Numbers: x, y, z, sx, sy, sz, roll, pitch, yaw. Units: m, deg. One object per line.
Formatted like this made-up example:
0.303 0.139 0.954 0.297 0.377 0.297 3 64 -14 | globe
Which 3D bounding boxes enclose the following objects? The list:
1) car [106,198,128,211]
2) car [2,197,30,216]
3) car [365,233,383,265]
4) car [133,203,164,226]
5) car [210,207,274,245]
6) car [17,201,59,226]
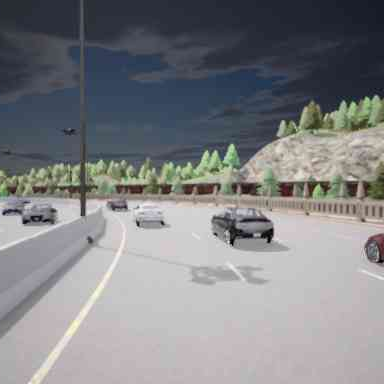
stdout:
-9.036 1.432 39.941 2.128 1.511 4.902 -1 0 -25 | car
-17.752 1.579 33.420 2.033 1.411 5.357 -1 0 -23 | car
6.489 1.470 8.580 1.812 1.442 4.674 0 0 -5 | car
-3.056 1.478 23.024 1.812 1.442 4.674 0 0 -13 | car
2.126 1.437 15.186 2.128 1.511 4.902 0 0 -9 | car
-10.678 1.563 23.657 1.994 1.385 4.181 0 0 -16 | car
